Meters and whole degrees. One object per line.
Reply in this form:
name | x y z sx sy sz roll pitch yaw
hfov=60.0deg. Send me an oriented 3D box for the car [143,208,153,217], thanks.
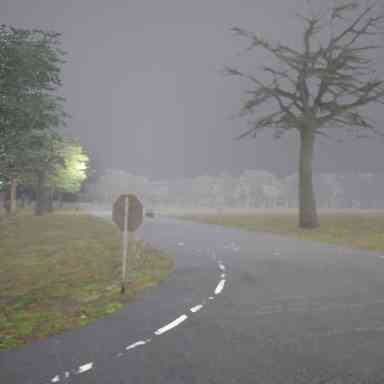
car | -7.340 3.105 51.247 1.994 1.385 4.181 3 -3 -19
